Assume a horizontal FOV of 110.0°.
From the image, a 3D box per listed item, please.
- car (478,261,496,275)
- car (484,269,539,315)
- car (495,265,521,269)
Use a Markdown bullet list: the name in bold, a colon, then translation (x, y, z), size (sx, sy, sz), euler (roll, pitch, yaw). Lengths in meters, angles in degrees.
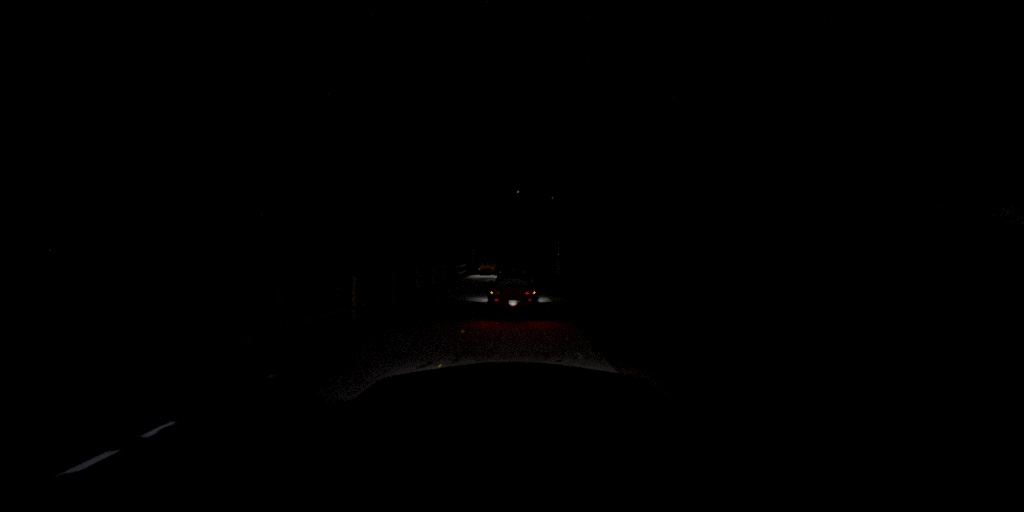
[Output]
- **car**: translation (-2.806, 1.362, 41.738), size (1.882, 1.535, 5.008), euler (0, 0, 0)
- **car**: translation (0.043, 1.402, 14.088), size (1.812, 1.442, 4.674), euler (0, -1, 0)
- **car**: translation (0.020, 1.473, 26.997), size (2.033, 1.411, 5.357), euler (0, 0, 0)
